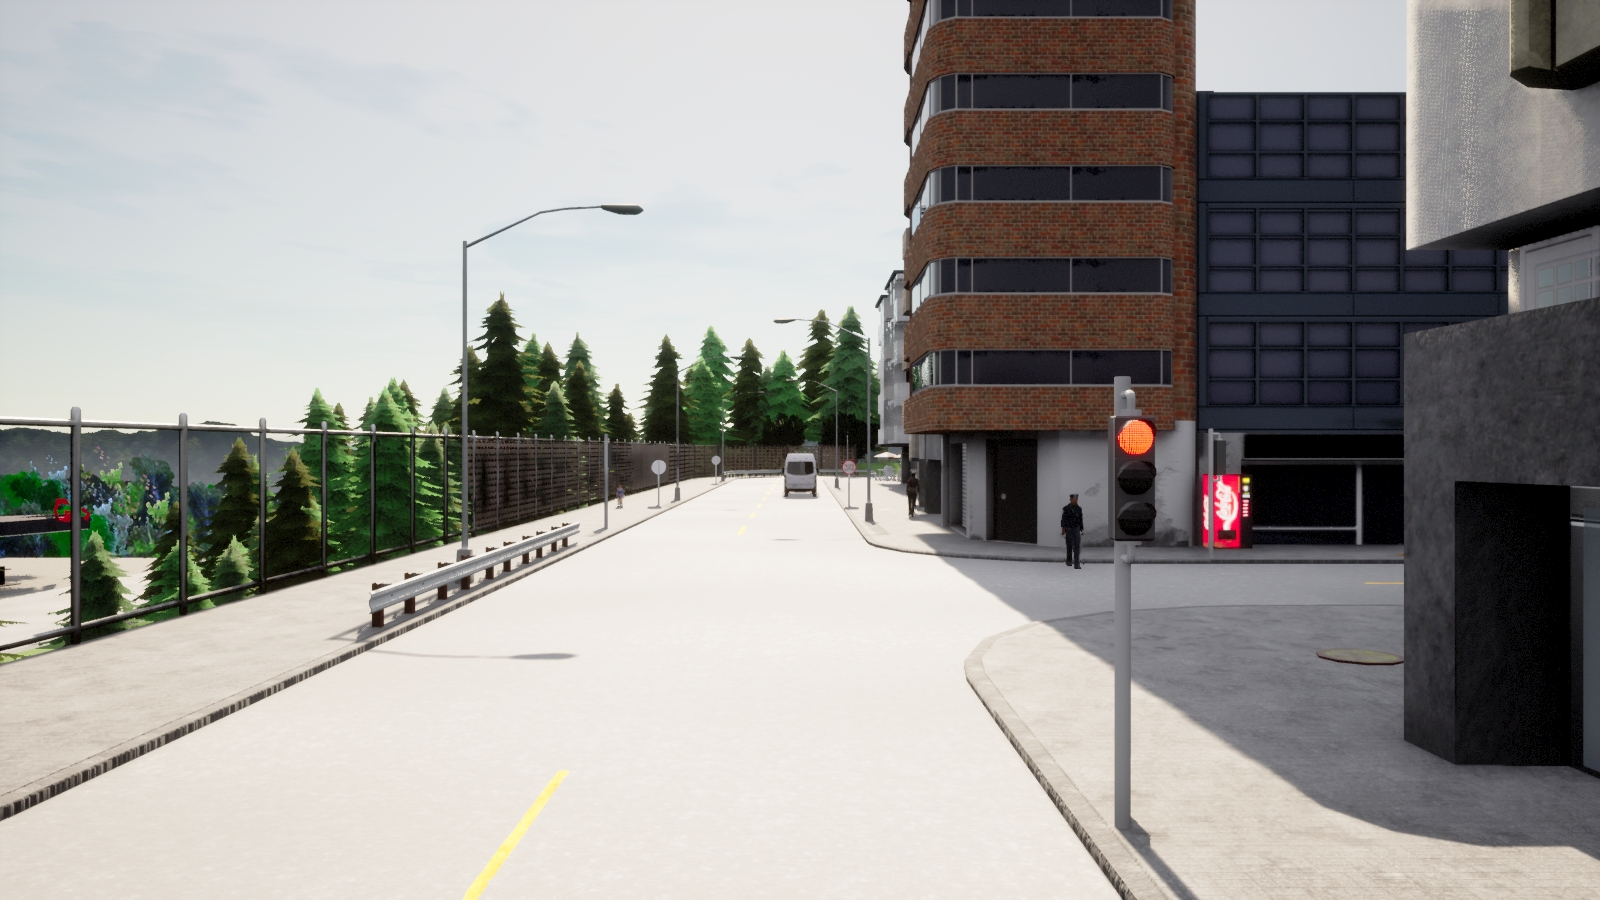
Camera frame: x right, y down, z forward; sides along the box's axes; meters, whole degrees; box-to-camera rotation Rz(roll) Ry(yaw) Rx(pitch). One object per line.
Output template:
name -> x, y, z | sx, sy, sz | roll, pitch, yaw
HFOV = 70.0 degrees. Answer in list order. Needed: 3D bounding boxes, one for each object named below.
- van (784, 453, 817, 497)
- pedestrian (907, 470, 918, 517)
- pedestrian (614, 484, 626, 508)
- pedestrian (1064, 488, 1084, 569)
van -> 0.024, 1.507, 70.883 | 1.988, 2.561, 5.915 | 0, 0, 0
pedestrian -> 4.452, 1.726, 45.249 | 0.375, 1.860, 0.375 | 0, 0, 2
pedestrian -> -8.258, 2.104, 52.439 | 0.500, 1.100, 0.500 | 0, 0, 0
pedestrian -> 6.426, 1.838, 26.760 | 0.375, 1.860, 0.375 | 0, 0, 0
